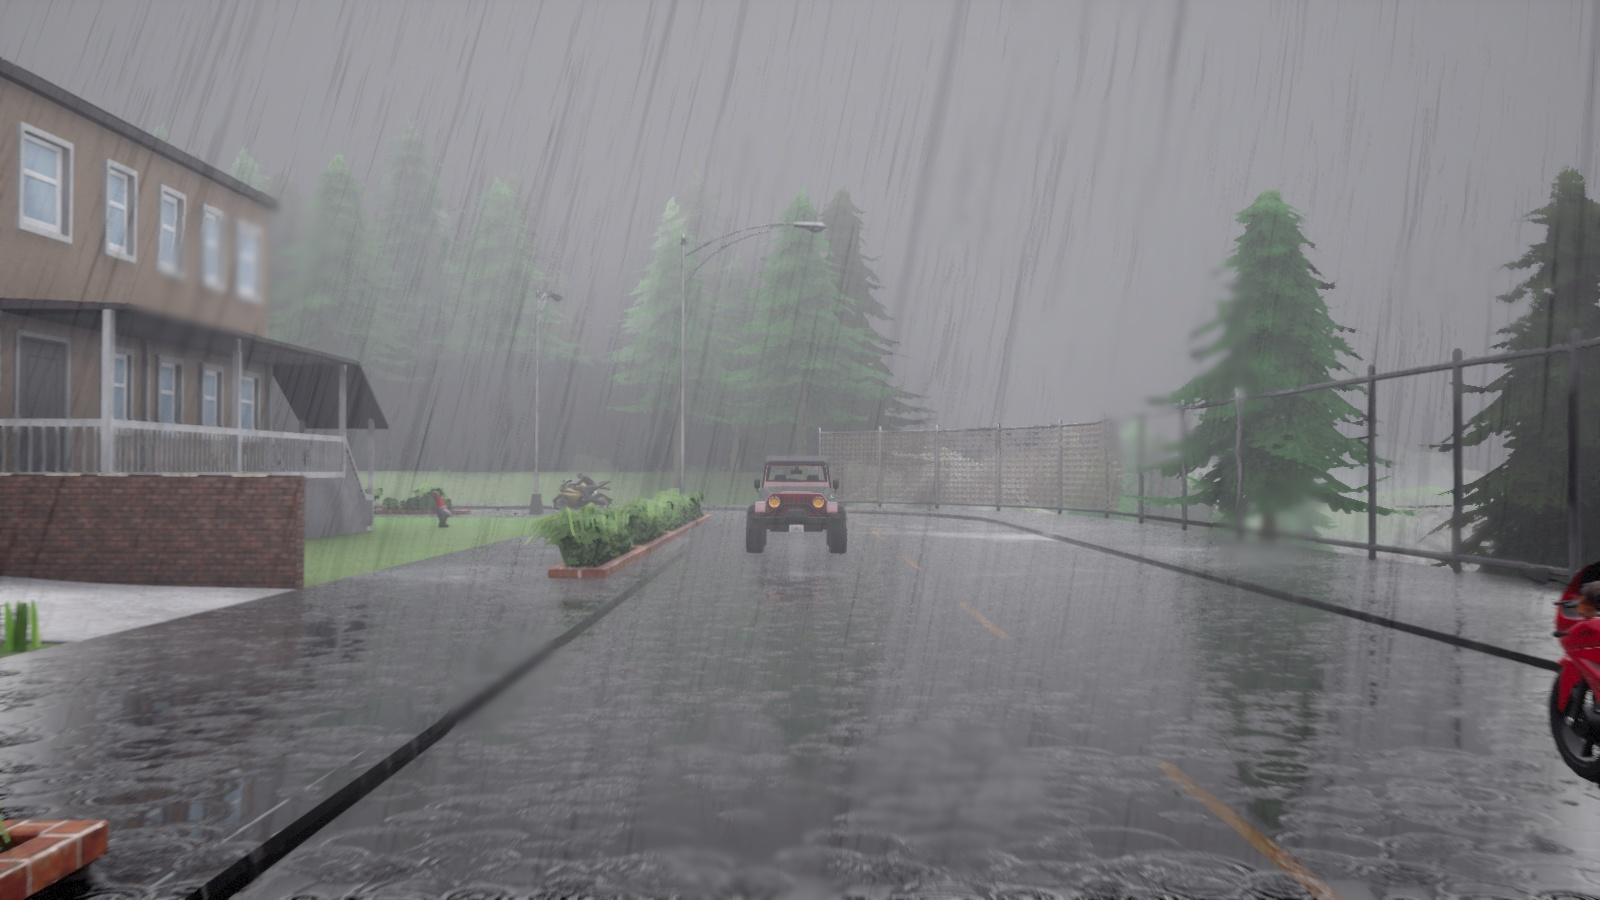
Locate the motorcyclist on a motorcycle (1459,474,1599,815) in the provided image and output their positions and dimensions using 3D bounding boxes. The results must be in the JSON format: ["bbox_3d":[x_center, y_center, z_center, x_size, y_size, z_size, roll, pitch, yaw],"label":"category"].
[{"bbox_3d":[3.986,0.878,5.791,0.797,1.523,2.044,0,-1,0],"label":"motorcyclist on a motorcycle"}]

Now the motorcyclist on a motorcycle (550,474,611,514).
[{"bbox_3d":[-8.446,1.694,48.380,2.191,1.530,0.866,0,-1,2],"label":"motorcyclist on a motorcycle"}]

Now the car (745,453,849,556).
[{"bbox_3d":[-0.060,1.029,25.009,1.905,1.878,3.866,0,-1,0],"label":"car"}]
